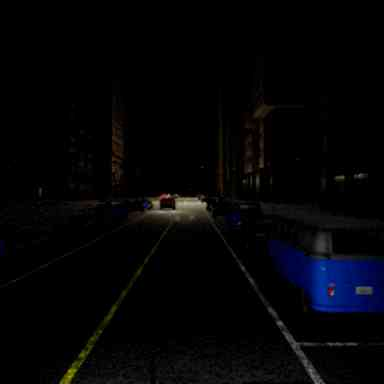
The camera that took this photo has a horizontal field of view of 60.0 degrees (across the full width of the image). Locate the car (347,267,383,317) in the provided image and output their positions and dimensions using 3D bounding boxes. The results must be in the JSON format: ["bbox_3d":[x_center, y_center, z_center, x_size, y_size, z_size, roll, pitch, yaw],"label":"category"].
[{"bbox_3d":[2.763,1.551,1.506,2.008,1.369,4.403,0,0,0],"label":"car"}]

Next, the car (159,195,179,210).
[{"bbox_3d":[-3.017,1.485,42.362,1.882,1.535,5.008,0,0,1],"label":"car"}]

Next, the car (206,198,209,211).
[{"bbox_3d":[2.771,1.587,35.572,1.802,1.307,4.206,0,0,0],"label":"car"}]

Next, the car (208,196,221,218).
[{"bbox_3d":[2.770,1.444,29.894,1.967,1.590,4.097,0,0,0],"label":"car"}]

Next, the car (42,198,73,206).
[{"bbox_3d":[-21.535,1.634,53.169,4.674,1.442,1.812,1,0,0],"label":"car"}]

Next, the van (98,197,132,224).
[{"bbox_3d":[-5.757,1.344,24.209,1.690,1.788,3.998,0,0,0],"label":"van"}]

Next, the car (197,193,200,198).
[{"bbox_3d":[2.783,1.577,79.504,2.008,1.369,4.403,0,0,0],"label":"car"}]

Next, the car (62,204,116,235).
[{"bbox_3d":[-5.758,1.583,18.531,1.802,1.307,4.206,0,0,0],"label":"car"}]

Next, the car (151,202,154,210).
[{"bbox_3d":[-5.752,1.533,41.071,1.752,1.417,4.829,0,0,0],"label":"car"}]

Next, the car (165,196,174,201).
[{"bbox_3d":[-5.741,1.596,85.138,1.947,1.339,4.313,0,0,0],"label":"car"}]

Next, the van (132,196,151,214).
[{"bbox_3d":[-5.754,1.347,35.564,1.690,1.788,3.998,0,0,0],"label":"van"}]

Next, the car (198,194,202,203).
[{"bbox_3d":[2.780,1.570,68.222,2.008,1.369,4.403,0,0,0],"label":"car"}]

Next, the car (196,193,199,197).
[{"bbox_3d":[2.784,1.575,85.144,1.887,1.381,4.507,0,0,0],"label":"car"}]

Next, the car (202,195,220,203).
[{"bbox_3d":[2.772,1.322,41.249,2.192,1.841,5.009,0,0,0],"label":"car"}]

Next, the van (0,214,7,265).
[{"bbox_3d":[-5.761,1.341,7.177,1.690,1.788,3.998,0,0,0],"label":"van"}]

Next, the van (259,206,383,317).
[{"bbox_3d":[2.764,1.341,7.184,1.690,1.788,3.998,0,0,0],"label":"van"}]

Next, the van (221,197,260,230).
[{"bbox_3d":[2.767,1.342,18.539,1.690,1.788,3.998,0,0,0],"label":"van"}]

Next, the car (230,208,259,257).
[{"bbox_3d":[2.766,1.545,12.861,1.887,1.381,4.507,0,0,0],"label":"car"}]
